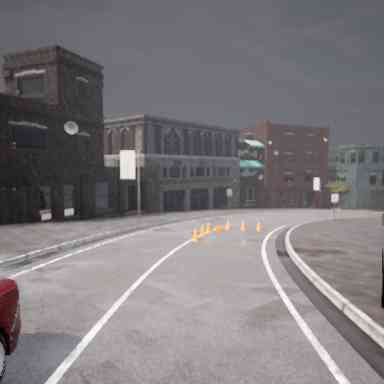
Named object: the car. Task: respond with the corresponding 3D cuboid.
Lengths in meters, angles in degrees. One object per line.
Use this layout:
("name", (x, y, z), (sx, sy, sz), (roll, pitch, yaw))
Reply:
("car", (-3.204, 1.490, 2.242), (1.882, 1.535, 5.008), (0, 0, 3))

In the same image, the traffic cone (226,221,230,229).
("traffic cone", (2.359, 2.151, 21.874), (0.340, 0.580, 0.340), (2, 0, 12))
